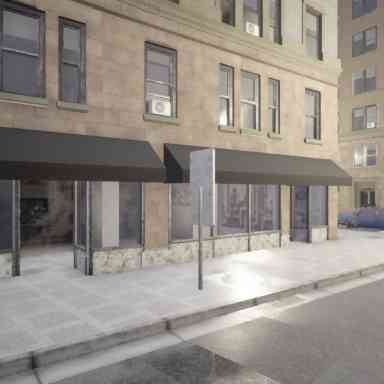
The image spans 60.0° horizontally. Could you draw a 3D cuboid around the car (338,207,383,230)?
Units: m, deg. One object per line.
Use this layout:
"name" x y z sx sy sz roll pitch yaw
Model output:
"car" 10.873 1.571 18.959 2.033 1.411 5.357 0 0 -36
